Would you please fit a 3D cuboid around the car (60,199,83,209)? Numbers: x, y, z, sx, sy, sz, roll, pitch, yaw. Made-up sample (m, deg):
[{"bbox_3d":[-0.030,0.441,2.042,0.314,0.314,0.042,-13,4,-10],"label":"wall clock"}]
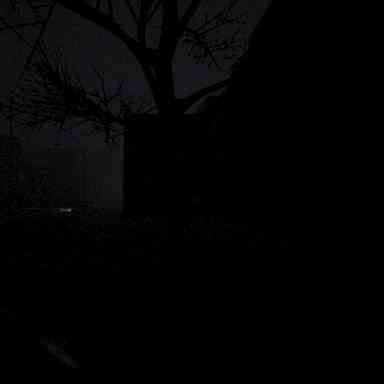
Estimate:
[{"bbox_3d":[-18.016,1.754,49.976,1.994,1.385,4.181,1,0,10],"label":"car"}]
